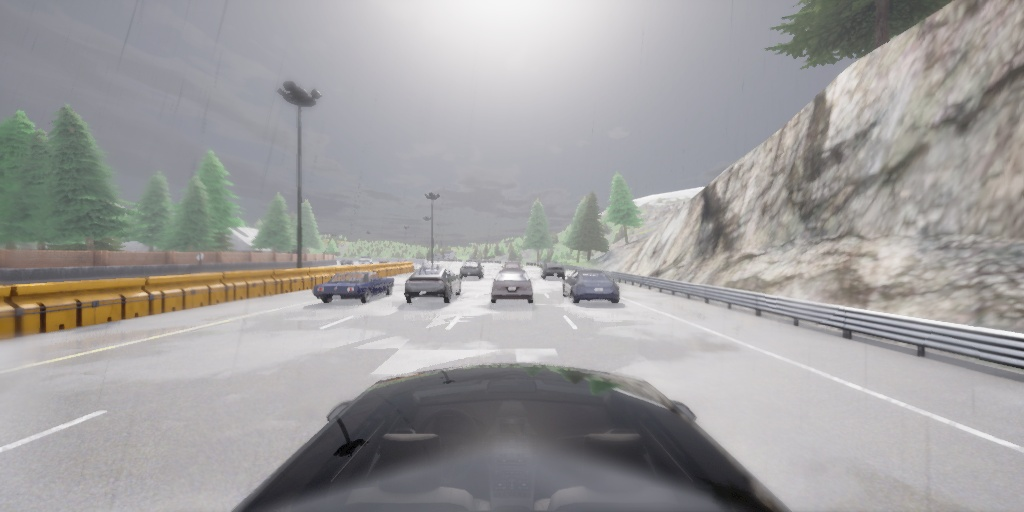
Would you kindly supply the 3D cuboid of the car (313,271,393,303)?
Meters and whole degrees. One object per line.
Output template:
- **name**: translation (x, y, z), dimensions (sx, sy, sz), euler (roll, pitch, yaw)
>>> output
- **car**: translation (-6.994, 1.366, 16.523), dimensions (1.895, 1.301, 4.718), euler (0, 0, 0)

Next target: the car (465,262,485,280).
- **car**: translation (-3.475, 1.245, 31.489), dimensions (2.128, 1.511, 4.902), euler (0, 0, 0)

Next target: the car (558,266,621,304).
- **car**: translation (3.506, 1.322, 16.480), dimensions (1.994, 1.385, 4.181), euler (0, 0, 0)

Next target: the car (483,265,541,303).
- **car**: translation (0.006, 1.313, 16.485), dimensions (2.033, 1.411, 5.357), euler (0, 0, 0)

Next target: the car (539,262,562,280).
- **car**: translation (3.525, 1.266, 31.480), dimensions (1.837, 1.490, 4.892), euler (0, 0, 0)

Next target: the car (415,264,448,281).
- **car**: translation (-6.975, 1.366, 31.523), dimensions (1.895, 1.301, 4.718), euler (0, 0, 0)

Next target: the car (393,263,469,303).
- **car**: translation (-3.494, 1.245, 16.489), dimensions (2.128, 1.511, 4.902), euler (0, 0, 0)

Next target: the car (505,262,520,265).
- **car**: translation (0.025, 1.283, 31.485), dimensions (1.812, 1.442, 4.674), euler (0, 0, 0)
